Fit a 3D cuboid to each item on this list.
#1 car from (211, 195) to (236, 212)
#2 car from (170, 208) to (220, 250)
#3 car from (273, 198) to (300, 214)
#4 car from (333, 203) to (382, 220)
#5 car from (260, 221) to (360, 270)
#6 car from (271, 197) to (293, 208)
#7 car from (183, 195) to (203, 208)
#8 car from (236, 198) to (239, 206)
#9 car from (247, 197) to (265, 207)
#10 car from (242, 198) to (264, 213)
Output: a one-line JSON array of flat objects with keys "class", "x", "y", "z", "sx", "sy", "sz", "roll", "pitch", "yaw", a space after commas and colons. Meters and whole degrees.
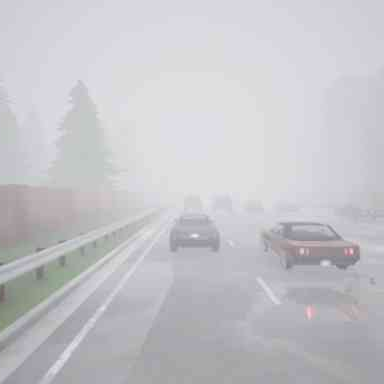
[{"class": "car", "x": 3.611, "y": 1.349, "z": 40.462, "sx": 2.150, "sy": 2.045, "sz": 5.566, "roll": 0, "pitch": 0, "yaw": 0}, {"class": "car", "x": 0.105, "y": 1.610, "z": 14.482, "sx": 1.994, "sy": 1.385, "sz": 4.181, "roll": 0, "pitch": 0, "yaw": 0}, {"class": "car", "x": 10.612, "y": 1.642, "z": 37.411, "sx": 1.812, "sy": 1.442, "sz": 4.674, "roll": 0, "pitch": 0, "yaw": 0}, {"class": "car", "x": 14.110, "y": 1.635, "z": 28.671, "sx": 2.033, "sy": 1.411, "sz": 5.357, "roll": 0, "pitch": 0, "yaw": 0}, {"class": "car", "x": 3.604, "y": 1.636, "z": 11.195, "sx": 1.895, "sy": 1.301, "sz": 4.718, "roll": 0, "pitch": 0, "yaw": 0}, {"class": "car", "x": 14.020, "y": 1.654, "z": 52.251, "sx": 2.128, "sy": 1.511, "sz": 4.902, "roll": 0, "pitch": 0, "yaw": 0}, {"class": "car", "x": 0.113, "y": 1.352, "z": 41.076, "sx": 2.150, "sy": 2.045, "sz": 5.566, "roll": 0, "pitch": 0, "yaw": 0}, {"class": "car", "x": 7.019, "y": 1.672, "z": 57.550, "sx": 2.128, "sy": 1.511, "sz": 4.902, "roll": 0, "pitch": 0, "yaw": 0}, {"class": "car", "x": 10.522, "y": 1.648, "z": 54.970, "sx": 1.882, "sy": 1.535, "sz": 5.008, "roll": 0, "pitch": 0, "yaw": 0}, {"class": "car", "x": 7.112, "y": 1.684, "z": 38.844, "sx": 1.994, "sy": 1.385, "sz": 4.181, "roll": 0, "pitch": 0, "yaw": 0}]
